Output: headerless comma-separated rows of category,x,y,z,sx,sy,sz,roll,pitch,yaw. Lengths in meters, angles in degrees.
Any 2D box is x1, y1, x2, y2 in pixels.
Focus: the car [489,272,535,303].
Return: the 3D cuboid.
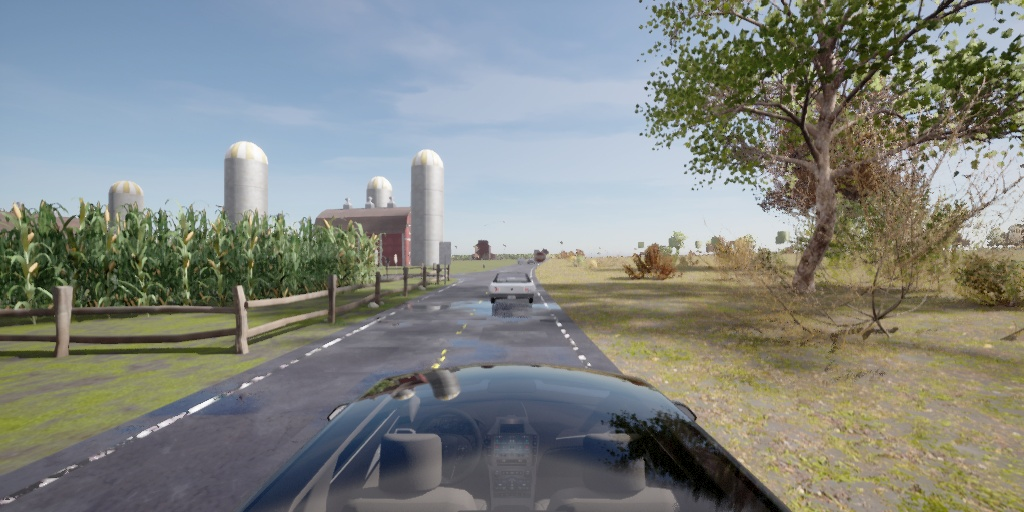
car,0.010,1.368,16.557,1.895,1.301,4.718,0,0,0
